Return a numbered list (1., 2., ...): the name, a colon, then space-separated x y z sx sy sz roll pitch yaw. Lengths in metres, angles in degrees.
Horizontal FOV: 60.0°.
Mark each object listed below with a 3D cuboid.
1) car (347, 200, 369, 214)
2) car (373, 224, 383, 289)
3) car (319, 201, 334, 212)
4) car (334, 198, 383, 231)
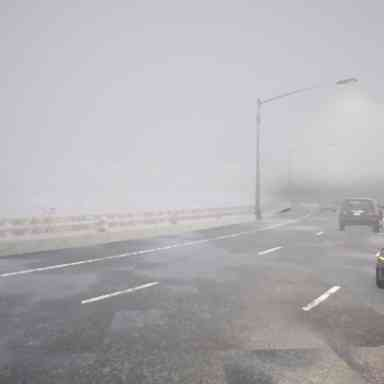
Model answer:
1. car: 20.593 1.804 41.510 1.882 1.535 5.008 1 0 20
2. car: 6.004 1.609 8.474 1.812 1.442 4.674 1 0 39
3. car: 17.605 1.847 43.313 2.033 1.411 5.357 1 0 20
4. car: 10.993 1.393 21.506 2.150 2.045 5.566 1 0 33
